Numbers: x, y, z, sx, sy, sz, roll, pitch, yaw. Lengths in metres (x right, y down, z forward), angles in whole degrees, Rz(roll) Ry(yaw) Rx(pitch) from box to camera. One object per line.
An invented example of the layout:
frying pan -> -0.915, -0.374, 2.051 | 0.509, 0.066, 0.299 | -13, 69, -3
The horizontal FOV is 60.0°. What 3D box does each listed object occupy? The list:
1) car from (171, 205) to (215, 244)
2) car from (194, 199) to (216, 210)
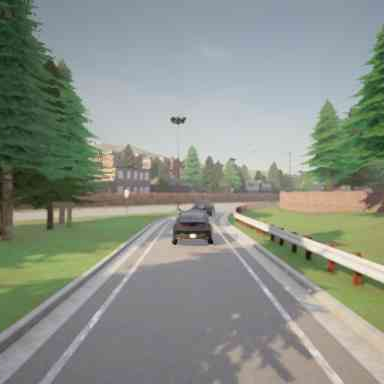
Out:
car -> 0.020, 1.644, 16.700 | 1.837, 1.490, 4.892 | 0, 0, 0
car -> 1.318, 1.644, 35.715 | 2.097, 1.767, 4.553 | 0, 0, 9
